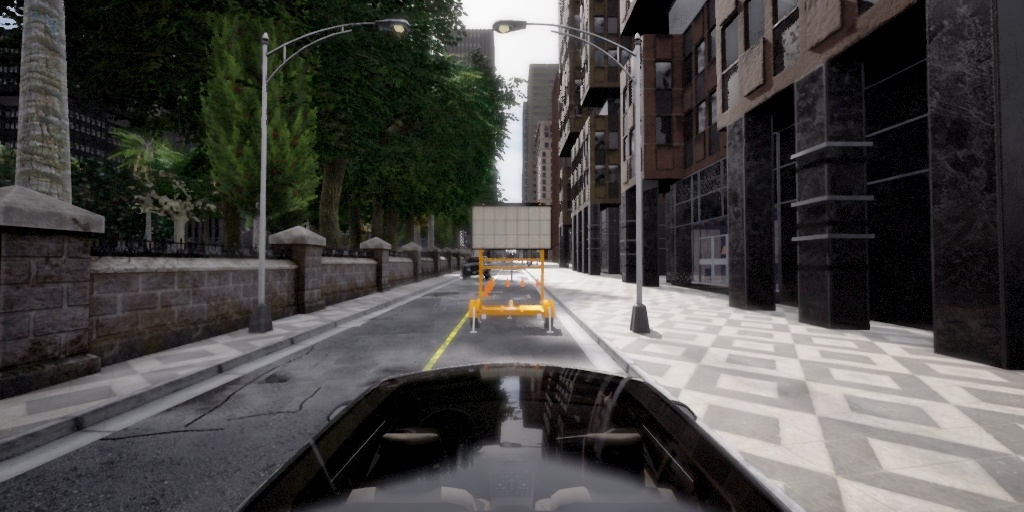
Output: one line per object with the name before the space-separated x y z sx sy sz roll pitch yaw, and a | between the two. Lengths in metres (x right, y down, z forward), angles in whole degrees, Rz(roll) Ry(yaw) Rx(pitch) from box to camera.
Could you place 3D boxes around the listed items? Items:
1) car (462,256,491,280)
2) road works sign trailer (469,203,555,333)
car | -3.035 1.011 31.648 2.150 2.045 5.566 0 0 0
road works sign trailer | -0.008 0.221 10.735 2.380 3.560 2.880 0 0 0
